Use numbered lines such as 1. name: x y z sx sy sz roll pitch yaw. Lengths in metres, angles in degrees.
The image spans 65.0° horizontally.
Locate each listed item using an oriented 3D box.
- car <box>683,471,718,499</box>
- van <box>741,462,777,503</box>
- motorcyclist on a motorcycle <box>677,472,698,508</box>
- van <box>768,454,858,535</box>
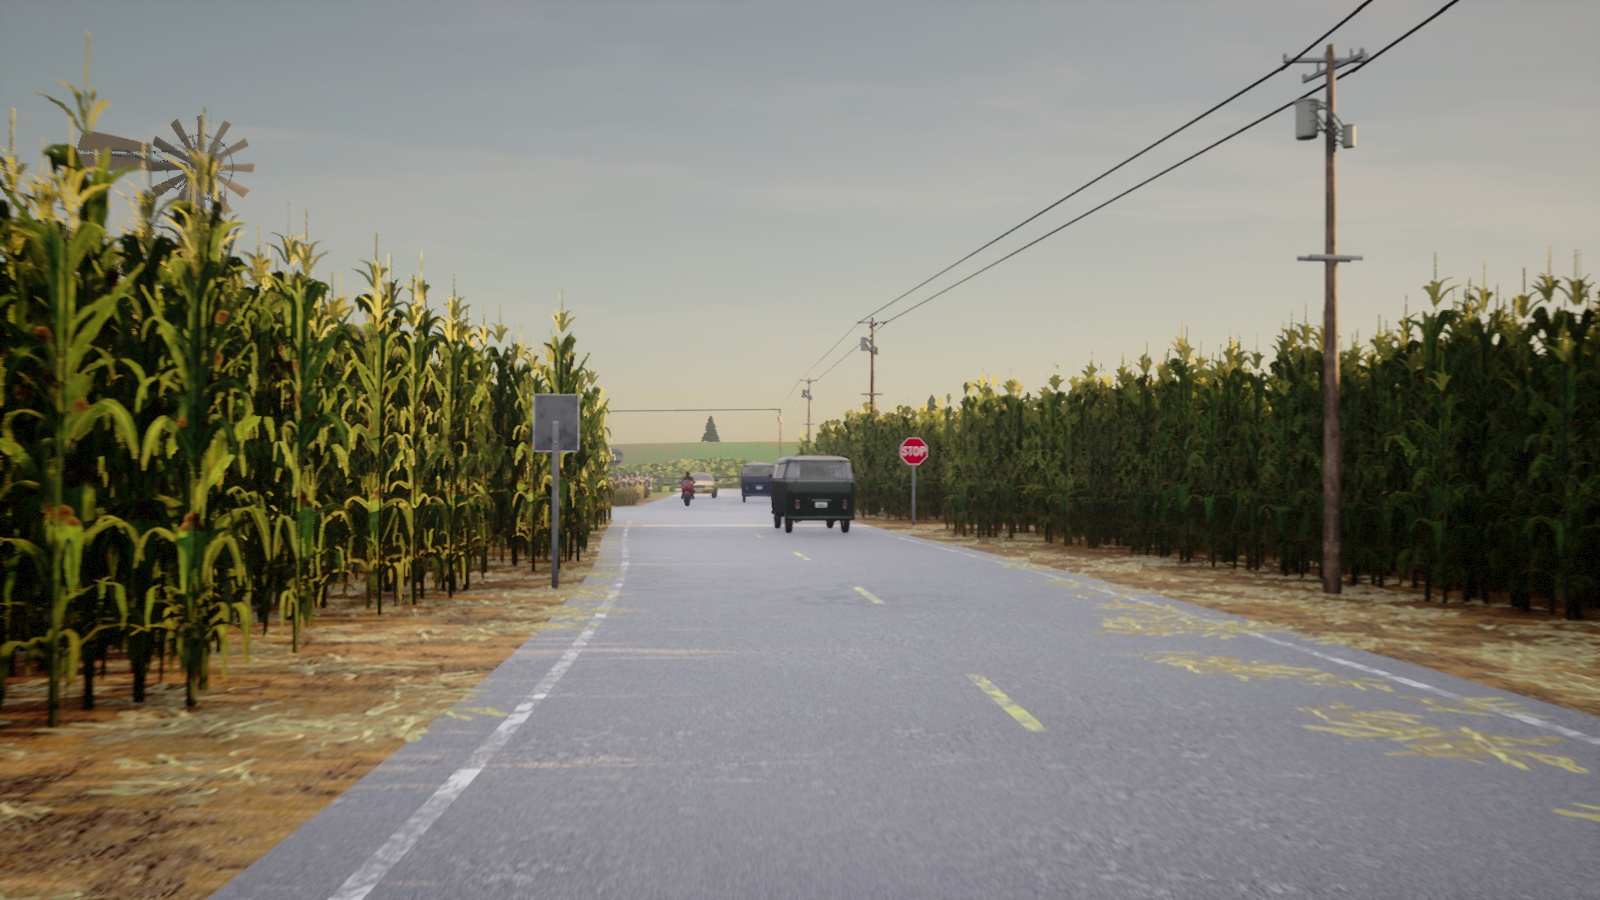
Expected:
1. car: -5.706 1.989 72.329 1.801 1.575 5.366 0 -1 -3
2. van: -2.101 1.641 63.617 1.775 1.987 4.442 0 -1 -3
3. motorcyclist on a motorcycle: -4.858 1.726 54.323 0.797 1.523 2.044 0 -1 -3
4. van: 0.265 1.121 33.161 1.775 1.987 4.442 0 -1 -7
